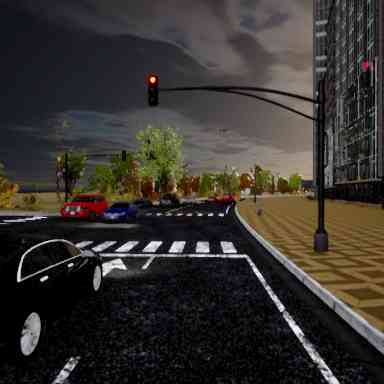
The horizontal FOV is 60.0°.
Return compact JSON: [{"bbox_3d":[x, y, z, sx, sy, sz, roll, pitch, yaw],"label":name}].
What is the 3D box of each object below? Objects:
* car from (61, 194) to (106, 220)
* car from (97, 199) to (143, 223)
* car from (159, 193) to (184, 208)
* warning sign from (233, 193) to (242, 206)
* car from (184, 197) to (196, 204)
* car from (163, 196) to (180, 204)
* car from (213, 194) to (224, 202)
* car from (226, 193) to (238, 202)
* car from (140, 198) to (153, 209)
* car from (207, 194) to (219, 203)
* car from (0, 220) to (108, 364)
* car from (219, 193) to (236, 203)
[{"bbox_3d":[-8.574,1.213,27.253,2.150,2.045,5.566,0,0,5],"label":"car"},{"bbox_3d":[-5.429,1.517,25.789,1.812,1.442,4.674,0,0,5],"label":"car"},{"bbox_3d":[-3.082,1.210,47.342,2.150,2.045,5.566,0,0,8],"label":"car"},{"bbox_3d":[6.538,1.109,48.170,1.300,1.860,1.060,0,0,8],"label":"warning sign"},{"bbox_3d":[-0.489,1.591,63.234,1.895,1.301,4.718,0,0,11],"label":"car"},{"bbox_3d":[-3.854,1.481,62.909,2.128,1.511,4.902,0,0,11],"label":"car"},{"bbox_3d":[6.454,1.351,80.486,2.097,1.767,4.553,0,0,14],"label":"car"},{"bbox_3d":[9.760,1.224,80.347,2.150,2.045,5.566,0,0,14],"label":"car"},{"bbox_3d":[-6.618,1.551,45.383,1.994,1.385,4.181,0,0,8],"label":"car"},{"bbox_3d":[4.491,1.554,71.177,1.994,1.385,4.181,0,0,12],"label":"car"},{"bbox_3d":[-3.014,1.503,5.845,1.837,1.490,4.892,0,0,1],"label":"car"},{"bbox_3d":[7.608,1.221,70.055,2.150,2.045,5.566,0,0,12],"label":"car"}]
